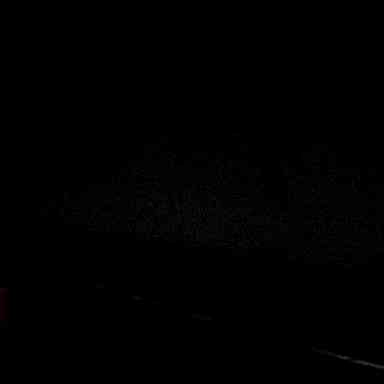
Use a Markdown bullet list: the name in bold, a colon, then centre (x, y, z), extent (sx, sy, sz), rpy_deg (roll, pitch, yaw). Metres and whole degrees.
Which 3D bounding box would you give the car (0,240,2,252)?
- **car**: centre (-8.191, 1.656, 11.079), extent (4.718, 1.301, 1.895), rpy_deg (0, 0, 41)
